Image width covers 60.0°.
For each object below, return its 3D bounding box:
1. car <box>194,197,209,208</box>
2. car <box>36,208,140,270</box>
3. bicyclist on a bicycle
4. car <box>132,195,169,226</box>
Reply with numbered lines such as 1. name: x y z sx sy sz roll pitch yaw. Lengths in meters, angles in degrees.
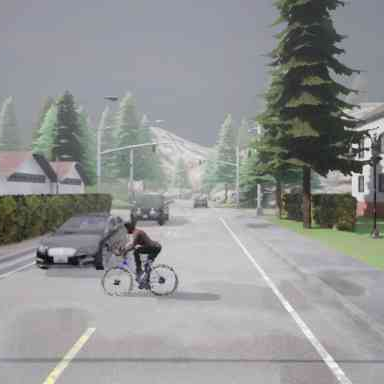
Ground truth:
1. car: 1.286 1.488 46.988 2.128 1.511 4.902 0 0 3
2. car: -3.339 1.492 11.084 2.128 1.511 4.902 0 0 2
3. bicyclist on a bicycle: -1.137 1.452 7.106 1.656 1.620 0.582 -2 0 2
4. car: -2.917 1.222 24.053 2.150 2.045 5.566 0 0 2
